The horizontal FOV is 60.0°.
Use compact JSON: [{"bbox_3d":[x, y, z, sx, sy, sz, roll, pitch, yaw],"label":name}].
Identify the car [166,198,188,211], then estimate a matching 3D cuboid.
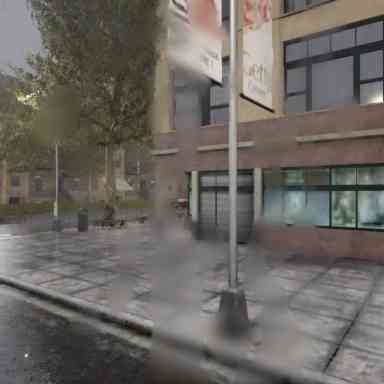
[{"bbox_3d":[-1.128,1.477,41.316,1.882,1.535,5.008,0,0,36],"label":"car"}]
